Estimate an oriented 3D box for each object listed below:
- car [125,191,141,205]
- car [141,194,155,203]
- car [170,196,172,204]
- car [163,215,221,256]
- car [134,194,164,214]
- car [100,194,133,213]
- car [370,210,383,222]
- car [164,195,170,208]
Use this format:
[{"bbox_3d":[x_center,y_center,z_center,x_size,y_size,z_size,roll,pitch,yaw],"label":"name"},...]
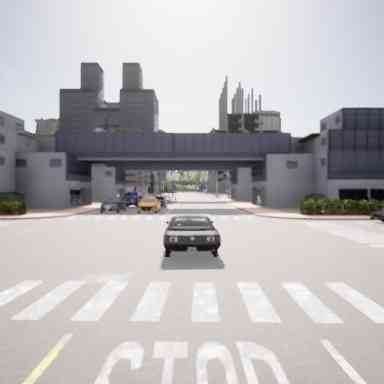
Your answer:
[{"bbox_3d":[-7.748,0.954,43.232,2.150,2.045,5.566,0,1,0],"label":"car"},{"bbox_3d":[-7.687,1.165,58.326,1.812,1.442,4.674,0,0,0],"label":"car"},{"bbox_3d":[-4.222,1.191,54.411,1.812,1.442,4.674,0,1,1],"label":"car"},{"bbox_3d":[-0.081,1.533,12.871,1.895,1.301,4.718,0,0,-2],"label":"car"},{"bbox_3d":[-4.250,1.278,33.356,1.882,1.535,5.008,0,0,0],"label":"car"},{"bbox_3d":[-7.793,1.292,33.383,2.128,1.511,4.902,0,0,2],"label":"car"},{"bbox_3d":[14.980,1.419,22.236,5.357,1.411,2.033,0,0,2],"label":"car"},{"bbox_3d":[-4.250,1.242,42.787,1.837,1.490,4.892,0,1,0],"label":"car"}]
